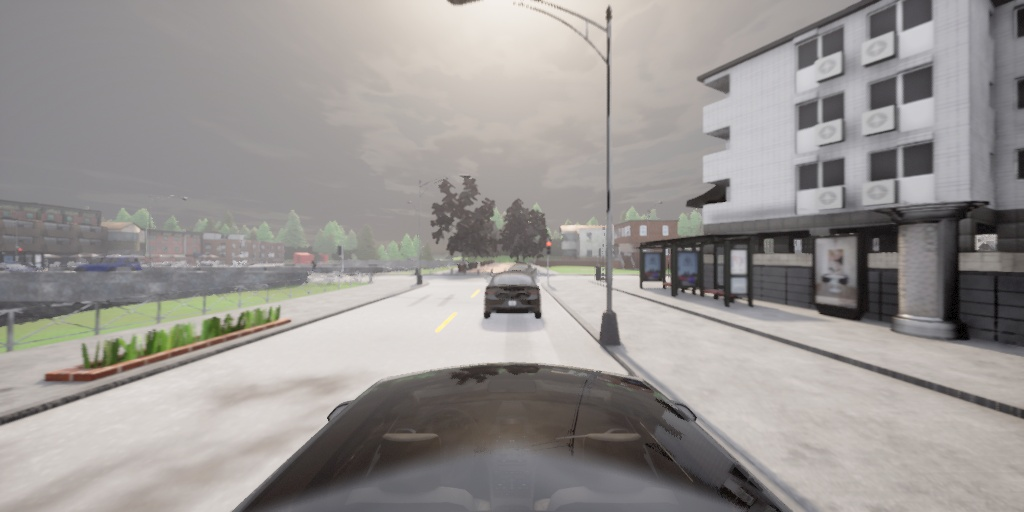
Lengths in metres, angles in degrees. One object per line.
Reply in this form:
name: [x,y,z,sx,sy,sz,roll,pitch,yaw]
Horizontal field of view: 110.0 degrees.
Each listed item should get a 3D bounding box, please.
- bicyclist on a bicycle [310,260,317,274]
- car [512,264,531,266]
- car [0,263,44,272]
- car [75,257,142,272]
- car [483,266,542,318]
bicyclist on a bicycle: [-23.421,1.291,42.303,0.582,1.620,1.656,0,0,0]
car: [0.878,1.387,29.256,1.837,1.490,4.892,-1,0,13]
car: [-47.352,1.426,33.949,4.674,1.442,1.812,0,0,1]
car: [-42.650,1.142,38.001,5.566,2.045,2.150,0,0,0]
car: [0.034,1.283,13.227,1.882,1.535,5.008,0,-1,1]
